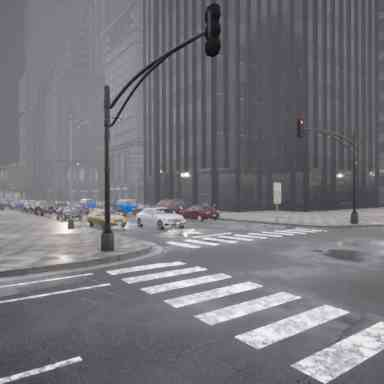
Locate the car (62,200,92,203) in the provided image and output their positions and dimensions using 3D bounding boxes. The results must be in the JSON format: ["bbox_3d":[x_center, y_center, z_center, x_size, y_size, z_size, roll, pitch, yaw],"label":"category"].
[{"bbox_3d":[-13.661,2.056,39.385,1.812,1.442,4.674,0,-1,-35],"label":"car"}]

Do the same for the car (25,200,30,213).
[{"bbox_3d":[-20.525,2.195,44.424,1.887,1.381,4.507,-1,0,-35],"label":"car"}]

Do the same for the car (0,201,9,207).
[{"bbox_3d":[-44.374,2.769,78.058,1.802,1.307,4.206,-1,0,-35],"label":"car"}]

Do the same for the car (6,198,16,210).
[{"bbox_3d":[-31.935,2.352,60.511,1.967,1.590,4.097,-1,0,-35],"label":"car"}]

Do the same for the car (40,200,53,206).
[{"bbox_3d":[-34.715,2.658,79.174,1.947,1.339,4.313,-1,0,-35],"label":"car"}]

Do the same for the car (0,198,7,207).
[{"bbox_3d":[-41.265,2.665,73.672,1.887,1.381,4.507,-1,0,-35],"label":"car"}]

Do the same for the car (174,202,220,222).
[{"bbox_3d":[0.569,1.828,29.421,1.887,1.381,4.507,-1,0,-35],"label":"car"}]

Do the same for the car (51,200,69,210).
[{"bbox_3d":[-23.041,2.270,57.951,1.882,1.535,5.008,0,-1,-35],"label":"car"}]

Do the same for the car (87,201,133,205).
[{"bbox_3d":[-7.723,1.882,30.995,2.128,1.511,4.902,0,-1,-35],"label":"car"}]

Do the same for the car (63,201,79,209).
[{"bbox_3d":[-22.678,2.405,62.199,1.802,1.307,4.206,-1,0,-35],"label":"car"}]

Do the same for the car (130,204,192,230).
[{"bbox_3d":[-2.311,1.789,23.375,1.812,1.442,4.674,0,-1,-37],"label":"car"}]

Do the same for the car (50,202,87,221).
[{"bbox_3d":[-12.046,2.003,32.468,2.008,1.369,4.403,-1,0,-35],"label":"car"}]

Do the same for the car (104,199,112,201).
[{"bbox_3d":[-11.188,1.874,46.033,2.192,1.841,5.009,-1,0,-35],"label":"car"}]

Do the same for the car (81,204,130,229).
[{"bbox_3d":[-6.296,1.843,24.358,1.752,1.417,4.829,-1,0,-35],"label":"car"}]

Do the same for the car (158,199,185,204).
[{"bbox_3d":[-2.375,1.668,33.574,2.192,1.841,5.009,-1,0,-35],"label":"car"}]

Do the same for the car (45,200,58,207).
[{"bbox_3d":[-31.705,2.593,74.930,1.947,1.339,4.313,-1,0,-35],"label":"car"}]

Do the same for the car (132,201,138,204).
[{"bbox_3d":[-5.306,2.003,37.727,1.802,1.307,4.206,-1,0,-35],"label":"car"}]

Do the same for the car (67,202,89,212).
[{"bbox_3d":[-17.060,2.256,49.568,1.895,1.301,4.718,0,-1,-35],"label":"car"}]

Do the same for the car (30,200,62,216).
[{"bbox_3d":[-17.704,1.900,40.439,2.192,1.841,5.009,-1,0,-35],"label":"car"}]

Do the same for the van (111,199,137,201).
[{"bbox_3d":[-8.250,1.832,41.880,1.690,1.788,3.998,-1,0,-35],"label":"van"}]

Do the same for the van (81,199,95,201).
[{"bbox_3d":[-17.063,2.036,54.339,1.690,1.788,3.998,-1,0,-35],"label":"van"}]

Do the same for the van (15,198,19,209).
[{"bbox_3d":[-26.181,2.122,52.395,1.690,1.788,3.998,-1,0,-35],"label":"van"}]

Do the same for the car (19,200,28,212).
[{"bbox_3d":[-23.353,2.156,48.409,1.967,1.590,4.097,-1,0,-35],"label":"car"}]
